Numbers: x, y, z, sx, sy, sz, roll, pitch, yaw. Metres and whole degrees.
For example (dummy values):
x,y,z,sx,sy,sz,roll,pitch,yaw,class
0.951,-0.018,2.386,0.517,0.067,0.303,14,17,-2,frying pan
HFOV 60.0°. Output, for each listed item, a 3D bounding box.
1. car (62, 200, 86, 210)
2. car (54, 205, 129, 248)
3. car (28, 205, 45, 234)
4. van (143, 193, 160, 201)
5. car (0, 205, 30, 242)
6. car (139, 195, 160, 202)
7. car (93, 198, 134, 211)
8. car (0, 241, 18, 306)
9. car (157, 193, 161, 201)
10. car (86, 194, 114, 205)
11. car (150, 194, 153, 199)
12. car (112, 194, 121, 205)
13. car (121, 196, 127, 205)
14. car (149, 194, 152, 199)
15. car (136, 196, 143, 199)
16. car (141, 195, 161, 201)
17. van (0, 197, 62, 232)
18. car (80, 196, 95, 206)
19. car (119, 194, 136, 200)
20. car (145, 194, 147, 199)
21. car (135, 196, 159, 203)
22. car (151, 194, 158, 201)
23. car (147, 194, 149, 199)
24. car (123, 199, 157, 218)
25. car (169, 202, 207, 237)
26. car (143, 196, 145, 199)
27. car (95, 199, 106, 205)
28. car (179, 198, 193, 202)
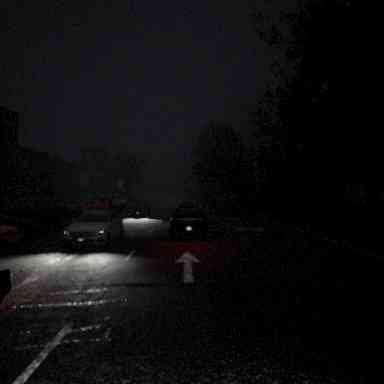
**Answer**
x,y,z,sx,sy,sz,roll,pitch,yaw,class
-9.780,1.512,21.736,5.008,1.535,2.097,-1,0,-21,car
-4.278,1.547,14.979,1.812,1.442,4.674,0,0,-1,car
-9.677,1.546,15.734,4.674,1.452,2.002,-1,0,-21,car
-11.312,1.457,93.724,4.442,1.987,1.878,-1,1,-22,van
-9.438,1.498,12.797,5.366,1.575,1.946,-1,0,-21,car
-11.203,1.723,87.711,5.366,1.575,1.946,-1,0,-21,car
-10.121,1.575,42.770,4.792,1.488,2.163,-1,0,-21,car
-4.131,1.607,3.778,1.895,1.301,4.718,0,0,-1,car
-10.582,1.670,75.835,5.366,1.575,1.946,-1,-1,-21,car
-9.917,1.396,30.755,4.553,1.767,2.185,-1,0,-21,car
-10.515,1.659,63.769,4.674,1.452,2.002,-1,-1,-21,car
-9.968,1.401,33.756,4.553,1.767,2.185,-1,0,-21,car
-10.024,1.561,36.769,4.792,1.488,2.163,-1,0,-21,car
-10.430,1.635,60.778,4.792,1.488,2.163,-1,0,-21,car
-10.027,1.548,45.830,5.366,1.575,1.946,-1,0,-21,car
-11.123,1.706,90.782,5.008,1.535,2.097,-1,0,-22,car
-9.841,1.285,18.689,4.442,1.987,1.878,-1,0,-21,van
-9.876,1.390,24.738,4.553,1.767,2.185,-1,0,-21,car
-10.077,1.286,39.769,5.566,2.045,2.435,-1,0,-21,car
-10.384,1.457,54.757,4.553,1.767,2.185,-1,0,-21,car
-10.648,1.684,78.836,5.366,1.575,1.946,-1,-1,-21,car
-10.699,1.662,72.767,4.892,1.521,2.231,-1,-1,-21,car
-10.436,1.469,57.758,4.553,1.767,2.185,-1,0,-21,car
-4.612,1.597,30.162,1.994,1.385,4.181,0,0,-1,car
-0.196,1.508,18.128,2.128,1.511,4.902,0,0,-1,car
-10.240,1.311,48.785,5.566,2.045,2.435,-1,-1,-21,car
-9.897,1.558,27.746,4.674,1.452,2.002,-1,0,-21,car
-0.862,1.591,47.145,1.812,1.442,4.674,0,0,-1,car
